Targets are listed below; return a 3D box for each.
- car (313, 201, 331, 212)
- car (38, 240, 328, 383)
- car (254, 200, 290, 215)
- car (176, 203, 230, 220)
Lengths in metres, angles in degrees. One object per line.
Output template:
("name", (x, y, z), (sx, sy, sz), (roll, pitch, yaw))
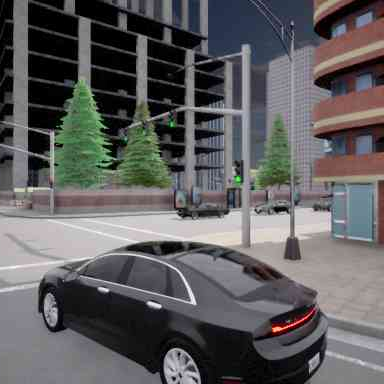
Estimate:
("car", (16.675, 1.407, 40.274), (4.553, 1.767, 2.097), (0, 0, -35))
("car", (-0.562, 1.505, 5.030), (4.892, 1.490, 1.837), (0, 0, 41))
("car", (8.582, 1.547, 34.515), (4.902, 1.511, 2.128), (0, 0, -36))
("car", (0.994, 1.656, 29.092), (4.718, 1.301, 1.895), (0, 0, -36))
